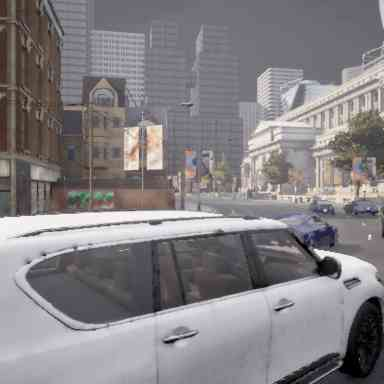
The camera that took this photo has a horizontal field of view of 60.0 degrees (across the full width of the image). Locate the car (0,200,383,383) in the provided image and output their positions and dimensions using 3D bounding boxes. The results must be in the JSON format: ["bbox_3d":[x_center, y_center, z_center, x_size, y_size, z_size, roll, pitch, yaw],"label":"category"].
[{"bbox_3d":[0.095,1.221,3.735,5.566,2.045,2.150,0,0,-38],"label":"car"}]

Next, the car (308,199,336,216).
[{"bbox_3d":[12.758,1.507,32.946,1.812,1.442,4.674,0,0,11],"label":"car"}]

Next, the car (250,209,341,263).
[{"bbox_3d":[4.187,1.518,12.894,1.812,1.442,4.674,0,0,38],"label":"car"}]
